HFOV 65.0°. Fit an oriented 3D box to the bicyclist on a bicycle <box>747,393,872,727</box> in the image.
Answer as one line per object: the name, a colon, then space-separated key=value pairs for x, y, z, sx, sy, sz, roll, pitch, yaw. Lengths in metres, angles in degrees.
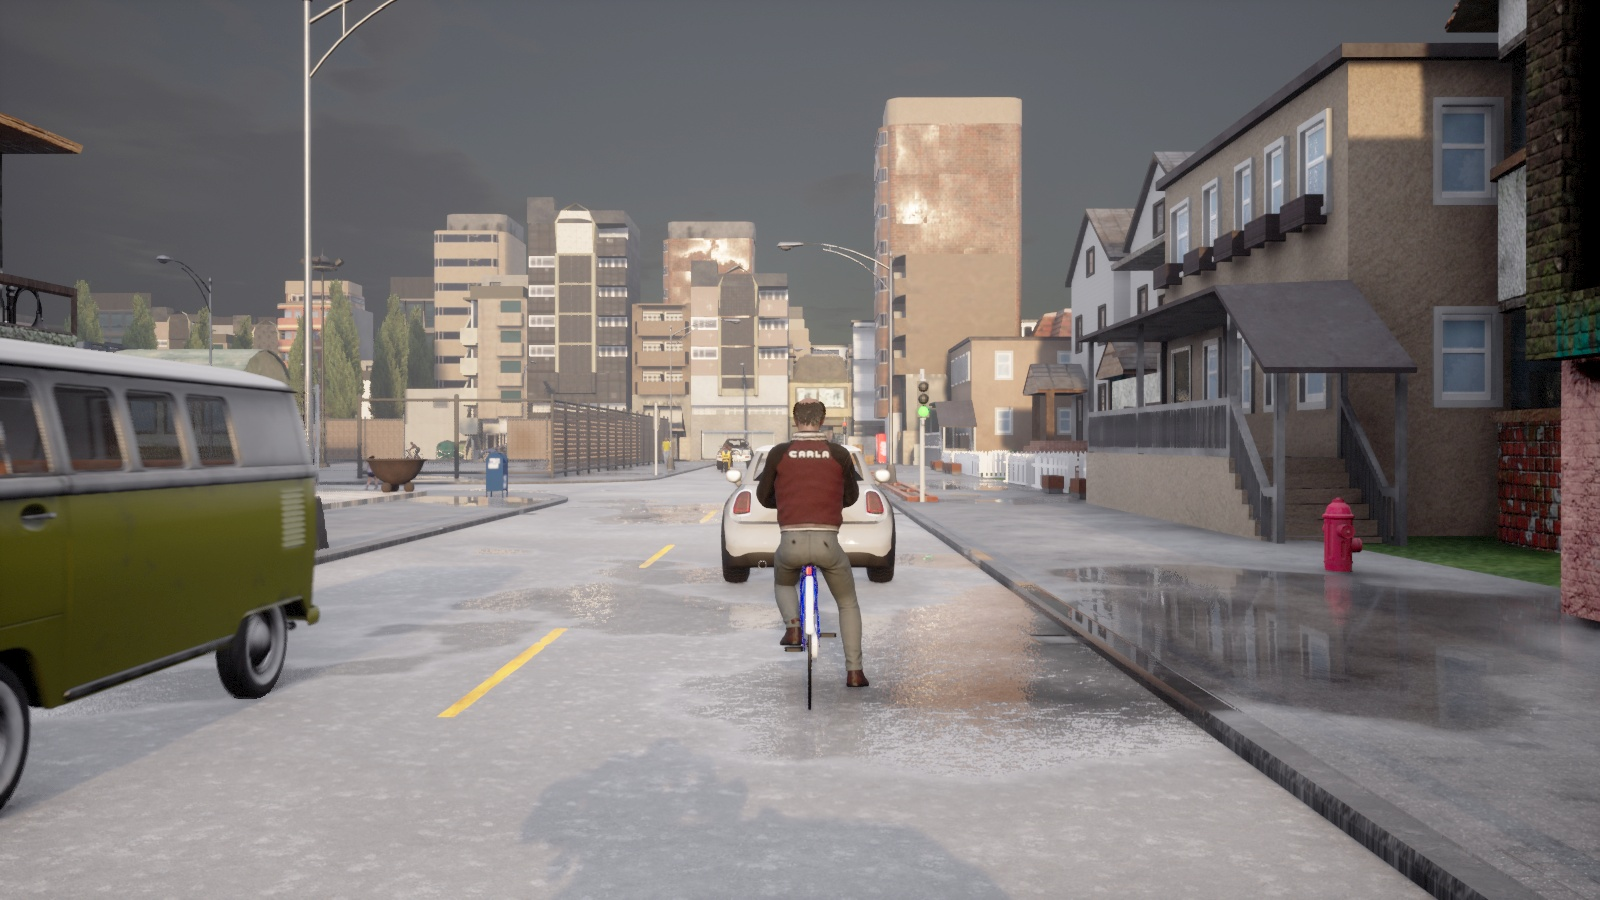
bicyclist on a bicycle: x=0.056 y=0.574 z=7.591 sx=0.659 sy=1.776 sz=1.843 roll=0 pitch=1 yaw=0

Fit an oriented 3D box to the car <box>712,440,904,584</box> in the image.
car: x=0.093 y=0.628 z=14.787 sx=1.970 sy=1.475 sz=3.806 roll=0 pitch=0 yaw=0

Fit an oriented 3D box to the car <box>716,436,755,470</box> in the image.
car: x=-3.610 y=0.161 z=70.722 sx=1.932 sy=1.855 sz=4.605 roll=0 pitch=0 yaw=1

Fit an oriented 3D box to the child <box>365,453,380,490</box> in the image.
child: x=-12.896 y=0.641 z=37.888 sx=0.255 sy=1.110 sz=0.394 roll=0 pitch=0 yaw=19

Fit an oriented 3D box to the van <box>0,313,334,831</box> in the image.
van: x=-3.952 y=0.462 z=6.015 sx=1.775 sy=1.987 sz=4.442 roll=0 pitch=0 yaw=0

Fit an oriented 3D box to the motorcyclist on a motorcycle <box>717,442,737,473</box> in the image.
motorcyclist on a motorcycle: x=-3.636 y=0.372 z=62.667 sx=0.797 sy=1.523 sz=2.044 roll=0 pitch=0 yaw=2
